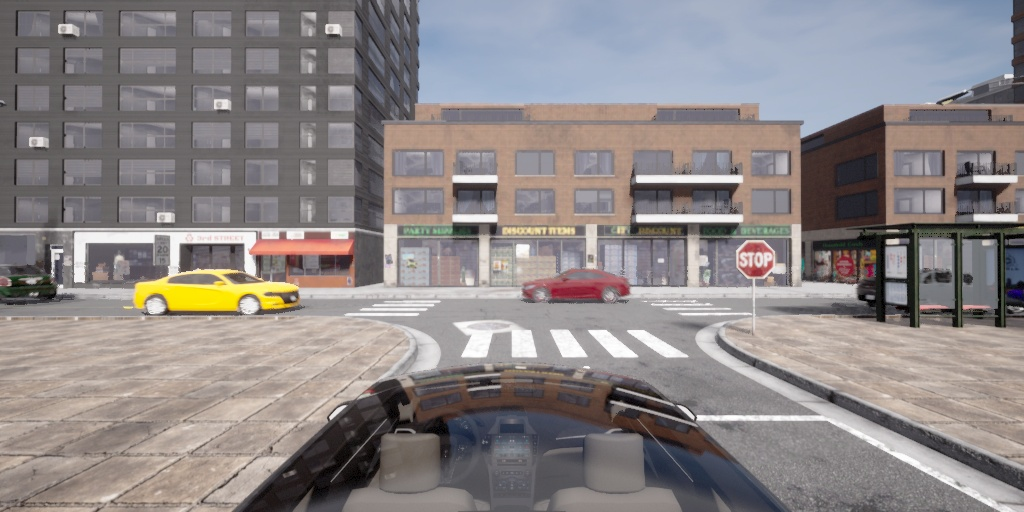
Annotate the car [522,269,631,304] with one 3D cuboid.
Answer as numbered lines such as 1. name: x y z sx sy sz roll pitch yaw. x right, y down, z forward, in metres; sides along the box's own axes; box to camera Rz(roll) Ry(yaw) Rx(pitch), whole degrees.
1. car: 2.759 1.274 15.624 4.674 1.442 1.812 0 0 0

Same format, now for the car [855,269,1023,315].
1. car: 15.098 1.210 12.675 4.892 1.490 1.837 0 0 0

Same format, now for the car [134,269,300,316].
1. car: -10.230 1.229 12.666 5.008 1.535 1.882 0 0 0

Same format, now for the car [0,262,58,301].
1. car: -23.057 1.145 15.614 4.553 1.767 2.097 0 0 0
